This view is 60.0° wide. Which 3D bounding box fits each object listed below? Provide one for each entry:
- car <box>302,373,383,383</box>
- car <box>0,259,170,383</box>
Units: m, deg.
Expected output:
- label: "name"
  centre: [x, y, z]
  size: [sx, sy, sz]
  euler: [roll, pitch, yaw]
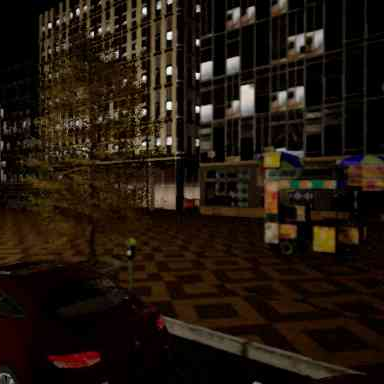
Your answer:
- label: "car"
  centre: [2.310, 1.581, 1.220]
  size: [4.206, 1.307, 1.802]
  euler: [0, 0, 35]
- label: "car"
  centre: [-2.190, 1.584, 4.427]
  size: [4.206, 1.307, 1.802]
  euler: [0, 0, 35]
